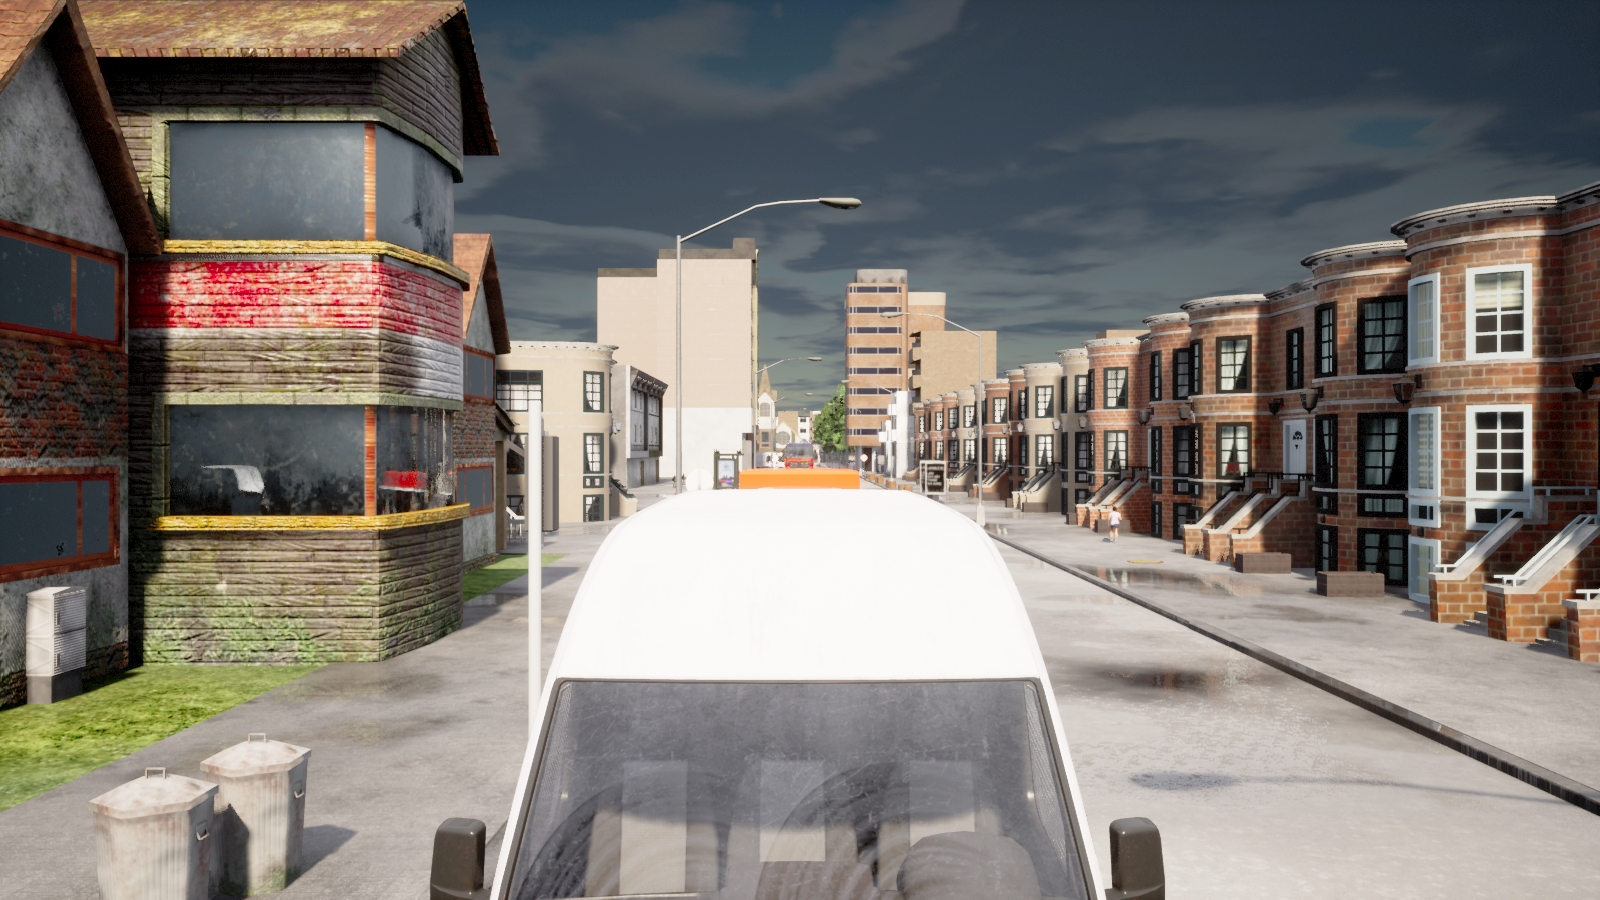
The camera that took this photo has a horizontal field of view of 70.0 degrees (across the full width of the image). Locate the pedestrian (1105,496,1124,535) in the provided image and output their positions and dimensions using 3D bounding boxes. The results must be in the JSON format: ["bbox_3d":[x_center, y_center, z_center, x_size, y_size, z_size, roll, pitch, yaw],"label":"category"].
[{"bbox_3d":[9.140,1.903,33.256,0.500,1.100,0.500,0,0,11],"label":"pedestrian"}]

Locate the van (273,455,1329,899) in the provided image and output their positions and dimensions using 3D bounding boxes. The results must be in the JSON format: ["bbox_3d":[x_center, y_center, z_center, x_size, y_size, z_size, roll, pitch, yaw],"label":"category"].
[{"bbox_3d":[-0.003,1.314,5.110,1.988,2.561,5.915,0,0,0],"label":"van"}]
